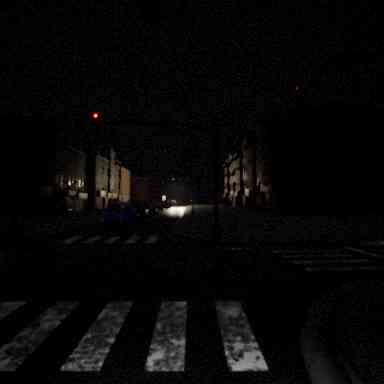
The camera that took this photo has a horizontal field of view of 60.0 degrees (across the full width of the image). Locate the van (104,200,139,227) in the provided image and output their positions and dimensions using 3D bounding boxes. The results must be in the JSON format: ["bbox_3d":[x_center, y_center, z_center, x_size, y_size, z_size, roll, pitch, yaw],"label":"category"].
[{"bbox_3d":[-5.417,1.636,25.185,1.690,1.788,3.998,2,-1,0],"label":"van"}]

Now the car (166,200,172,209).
[{"bbox_3d":[-5.566,2.649,65.220,1.887,1.381,4.507,1,-1,0],"label":"car"}]

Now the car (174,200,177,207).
[{"bbox_3d":[-5.642,3.164,86.375,2.008,1.369,4.403,1,-1,0],"label":"car"}]

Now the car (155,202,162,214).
[{"bbox_3d":[-5.490,2.196,44.063,1.887,1.381,4.507,2,-1,0],"label":"car"}]

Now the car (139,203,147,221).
[{"bbox_3d":[-5.435,1.906,28.501,2.008,1.369,4.403,2,-1,0],"label":"car"}]

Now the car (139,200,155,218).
[{"bbox_3d":[-5.445,1.763,33.489,2.192,1.841,5.009,2,-1,0],"label":"car"}]

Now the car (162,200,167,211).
[{"bbox_3d":[-5.529,2.452,54.641,1.802,1.307,4.206,2,-1,0],"label":"car"}]
